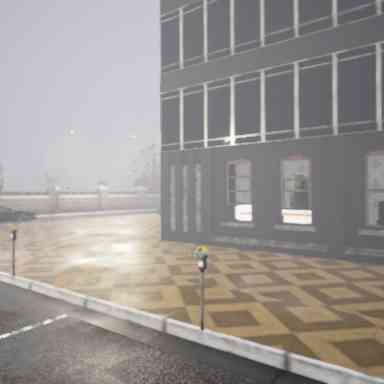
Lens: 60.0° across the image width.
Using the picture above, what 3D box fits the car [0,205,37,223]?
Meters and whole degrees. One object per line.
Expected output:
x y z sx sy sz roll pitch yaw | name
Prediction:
-13.850 1.581 23.242 5.357 1.411 2.033 0 0 -44 | car
